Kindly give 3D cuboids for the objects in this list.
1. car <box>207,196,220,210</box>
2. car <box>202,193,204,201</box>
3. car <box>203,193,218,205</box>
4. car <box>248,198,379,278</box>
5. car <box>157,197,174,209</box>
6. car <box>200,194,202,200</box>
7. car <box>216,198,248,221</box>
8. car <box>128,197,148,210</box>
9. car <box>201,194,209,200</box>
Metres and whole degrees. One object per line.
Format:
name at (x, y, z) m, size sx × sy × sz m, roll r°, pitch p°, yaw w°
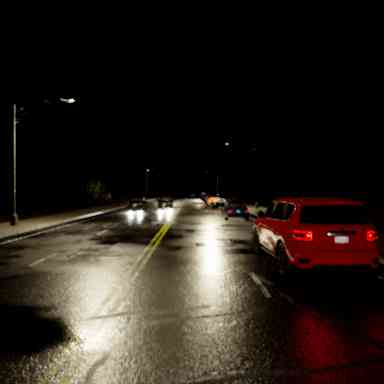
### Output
car at (3.261, 1.459, 40.876) m, size 1.895 × 1.301 × 4.718 m, roll 0°, pitch 0°, yaw 0°
car at (3.267, 1.302, 62.846) m, size 1.812 × 1.442 × 4.674 m, roll 0°, pitch 0°, yaw 0°
car at (3.264, 1.170, 51.815) m, size 2.097 × 1.767 × 4.553 m, roll 0°, pitch 0°, yaw 0°
car at (3.353, 1.183, 10.129) m, size 2.150 × 2.045 × 5.566 m, roll 0°, pitch 0°, yaw 0°
car at (-3.328, 1.345, 42.402) m, size 2.128 × 1.511 × 4.902 m, roll 0°, pitch 0°, yaw 0°
car at (3.270, 1.166, 73.845) m, size 2.033 × 1.649 × 4.856 m, roll 0°, pitch 0°, yaw 0°
car at (3.355, 1.456, 26.570) m, size 2.033 × 1.411 × 5.357 m, roll 0°, pitch 0°, yaw 0°
car at (-6.580, 1.352, 40.617) m, size 2.128 × 1.511 × 4.902 m, roll 0°, pitch 0°, yaw 0°
car at (3.273, 1.292, 84.876) m, size 1.895 × 1.301 × 4.718 m, roll 0°, pitch 0°, yaw 0°
